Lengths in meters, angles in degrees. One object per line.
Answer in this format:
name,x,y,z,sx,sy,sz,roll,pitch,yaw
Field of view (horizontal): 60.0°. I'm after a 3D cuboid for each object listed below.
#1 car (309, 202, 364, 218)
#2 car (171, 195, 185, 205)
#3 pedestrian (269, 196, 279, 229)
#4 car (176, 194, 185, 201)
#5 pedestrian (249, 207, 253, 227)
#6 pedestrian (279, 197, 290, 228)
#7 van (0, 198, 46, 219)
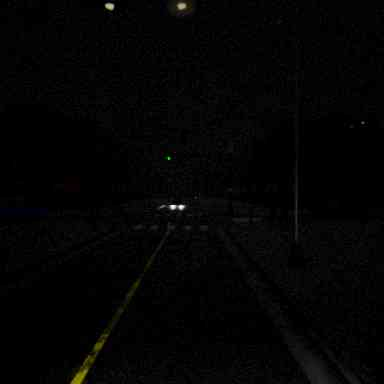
car,12.332,1.523,28.497,4.403,1.369,2.008,0,0,0
car,-2.631,1.659,59.337,1.895,1.301,4.718,0,0,1
pedestrian,4.560,1.140,18.849,0.375,1.860,0.375,0,0,0
car,-2.554,1.240,74.954,1.812,1.442,4.674,0,0,0
pedestrian,3.563,1.144,20.051,0.375,1.860,0.375,0,0,0
pedestrian,5.397,1.134,19.446,0.375,1.860,0.375,0,0,0
van,-14.671,1.386,28.437,3.998,1.788,1.690,0,0,0
